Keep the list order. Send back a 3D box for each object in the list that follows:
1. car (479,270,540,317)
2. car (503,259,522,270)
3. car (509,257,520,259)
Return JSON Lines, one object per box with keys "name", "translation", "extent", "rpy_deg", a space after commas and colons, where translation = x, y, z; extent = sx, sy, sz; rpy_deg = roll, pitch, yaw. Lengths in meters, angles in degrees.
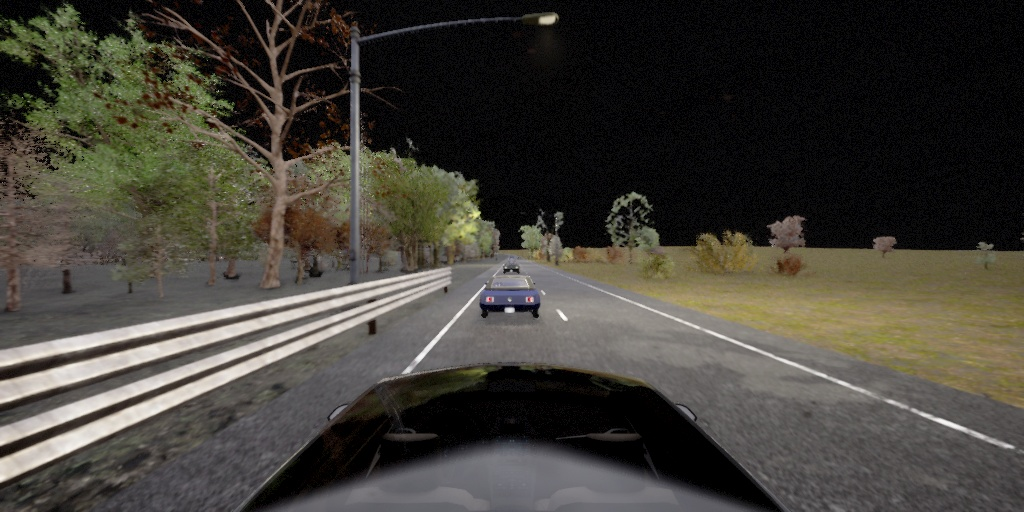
{"name": "car", "translation": [-0.063, 1.349, 13.086], "extent": [1.895, 1.301, 4.718], "rpy_deg": [0, 0, 0]}
{"name": "car", "translation": [-0.064, 1.329, 42.349], "extent": [1.895, 1.301, 4.718], "rpy_deg": [0, 0, 0]}
{"name": "car", "translation": [-0.067, 1.303, 65.330], "extent": [1.895, 1.301, 4.718], "rpy_deg": [0, 0, 0]}
